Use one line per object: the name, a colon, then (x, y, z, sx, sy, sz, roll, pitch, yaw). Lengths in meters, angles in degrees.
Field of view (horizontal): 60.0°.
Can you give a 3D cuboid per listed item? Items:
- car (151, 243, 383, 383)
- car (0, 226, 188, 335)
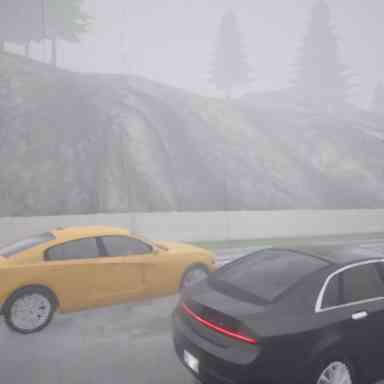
car: (2.099, 1.495, 4.614, 4.892, 1.490, 1.837, 0, 0, -30)
car: (-1.762, 1.427, 6.658, 5.008, 1.535, 1.882, 0, 0, -33)
